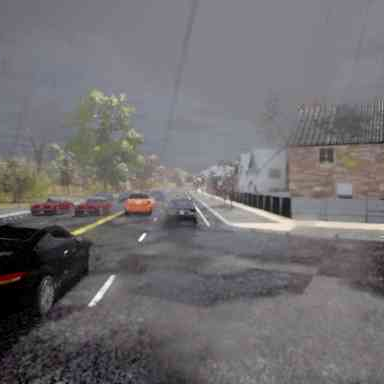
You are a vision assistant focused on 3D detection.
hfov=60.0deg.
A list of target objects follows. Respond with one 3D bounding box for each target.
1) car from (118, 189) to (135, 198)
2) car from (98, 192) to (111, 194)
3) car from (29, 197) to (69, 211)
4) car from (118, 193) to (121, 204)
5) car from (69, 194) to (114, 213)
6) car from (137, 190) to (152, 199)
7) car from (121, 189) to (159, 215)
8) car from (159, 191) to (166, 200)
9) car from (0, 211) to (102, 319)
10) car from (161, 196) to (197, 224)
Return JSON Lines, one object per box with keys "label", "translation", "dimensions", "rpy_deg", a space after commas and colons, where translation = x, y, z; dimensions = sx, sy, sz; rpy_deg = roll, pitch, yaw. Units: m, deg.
{"label": "car", "translation": [-11.843, 0.275, 60.492], "dimensions": [2.128, 1.511, 4.902], "rpy_deg": [0, 1, -2]}
{"label": "car", "translation": [-11.334, 0.678, 42.861], "dimensions": [2.033, 1.411, 5.357], "rpy_deg": [0, 1, -2]}
{"label": "car", "translation": [-10.764, 1.070, 25.876], "dimensions": [1.895, 1.301, 4.718], "rpy_deg": [0, 1, -2]}
{"label": "car", "translation": [-8.066, 0.696, 42.308], "dimensions": [2.033, 1.411, 5.357], "rpy_deg": [0, 1, -2]}
{"label": "car", "translation": [-7.501, 1.085, 25.524], "dimensions": [1.895, 1.301, 4.718], "rpy_deg": [0, 1, -2]}
{"label": "car", "translation": [-8.595, 0.376, 60.606], "dimensions": [2.033, 1.411, 5.357], "rpy_deg": [0, 1, -2]}
{"label": "car", "translation": [-4.099, 0.814, 27.019], "dimensions": [2.097, 1.767, 4.553], "rpy_deg": [0, 1, -2]}
{"label": "car", "translation": [-4.796, 0.530, 47.499], "dimensions": [1.882, 1.535, 5.008], "rpy_deg": [0, 1, -2]}
{"label": "car", "translation": [-3.419, 1.380, 6.942], "dimensions": [1.812, 1.442, 4.674], "rpy_deg": [0, 1, -2]}
{"label": "car", "translation": [-0.629, 1.144, 20.596], "dimensions": [2.033, 1.411, 5.357], "rpy_deg": [0, 1, -2]}
